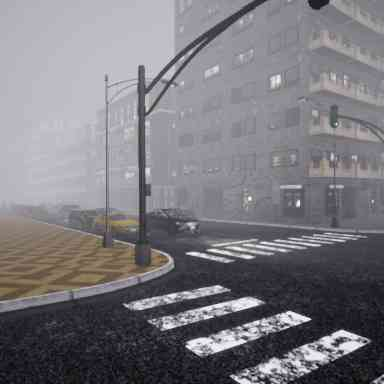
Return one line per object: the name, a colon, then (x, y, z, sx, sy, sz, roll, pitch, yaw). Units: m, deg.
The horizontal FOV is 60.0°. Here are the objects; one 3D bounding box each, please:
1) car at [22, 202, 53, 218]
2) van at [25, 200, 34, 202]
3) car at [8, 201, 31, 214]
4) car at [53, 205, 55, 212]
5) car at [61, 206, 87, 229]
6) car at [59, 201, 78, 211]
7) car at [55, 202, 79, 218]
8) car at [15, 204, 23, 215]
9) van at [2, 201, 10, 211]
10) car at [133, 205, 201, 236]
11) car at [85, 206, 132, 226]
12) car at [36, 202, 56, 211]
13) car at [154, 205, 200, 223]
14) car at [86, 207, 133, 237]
car: (-18.237, 2.262, 39.153, 1.887, 1.381, 4.507, -2, 0, -36)
van: (-41.621, 2.832, 85.123, 1.690, 1.788, 3.998, -2, 0, -36)
car: (-24.933, 2.449, 48.265, 1.887, 1.381, 4.507, -2, 0, -36)
car: (-20.503, 2.425, 52.037, 1.994, 1.385, 4.181, -1, -1, -36)
car: (-8.194, 2.002, 25.484, 1.947, 1.339, 4.313, -2, 0, -36)
car: (-21.532, 2.367, 57.785, 1.967, 1.590, 4.097, -2, 0, -36)
car: (-13.230, 2.118, 36.751, 1.837, 1.490, 4.892, -1, -1, -36)
car: (-21.584, 2.392, 43.709, 1.802, 1.307, 4.206, -2, 0, -36)
van: (-31.634, 2.433, 57.378, 1.690, 1.788, 3.998, -2, 0, -36)
car: (-1.416, 1.775, 20.649, 2.128, 1.511, 4.902, -1, -1, -36)
car: (-7.274, 1.994, 28.622, 2.033, 1.411, 5.357, -1, -1, -37)
car: (-26.438, 2.519, 60.122, 2.128, 1.511, 4.902, -1, -1, -37)
car: (-1.443, 1.915, 30.447, 2.008, 1.369, 4.403, -2, 0, -36)
car: (-4.747, 1.865, 20.792, 1.752, 1.417, 4.829, -2, 0, -36)
